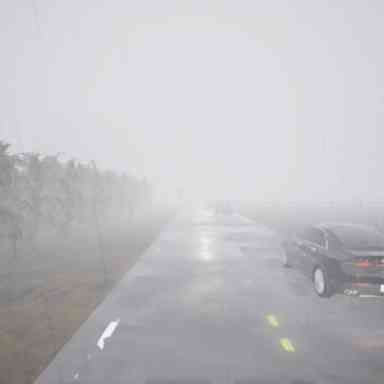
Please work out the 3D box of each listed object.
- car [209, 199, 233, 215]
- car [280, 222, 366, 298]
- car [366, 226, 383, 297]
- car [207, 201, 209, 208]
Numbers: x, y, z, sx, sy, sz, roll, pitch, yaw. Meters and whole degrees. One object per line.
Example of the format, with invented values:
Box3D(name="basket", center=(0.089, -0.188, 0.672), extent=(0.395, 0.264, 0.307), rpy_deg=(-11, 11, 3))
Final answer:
Box3D(name="car", center=(3.208, 1.652, 34.803), extent=(2.033, 1.411, 5.357), rpy_deg=(0, 0, 1))
Box3D(name="car", center=(3.656, 1.543, 8.563), extent=(1.837, 1.490, 4.892), rpy_deg=(0, 0, 1))
Box3D(name="car", center=(3.586, 1.381, 2.534), extent=(2.097, 1.767, 4.553), rpy_deg=(0, 0, 1))
Box3D(name="car", center=(3.301, 1.717, 48.151), extent=(1.994, 1.385, 4.181), rpy_deg=(0, 0, 1))
